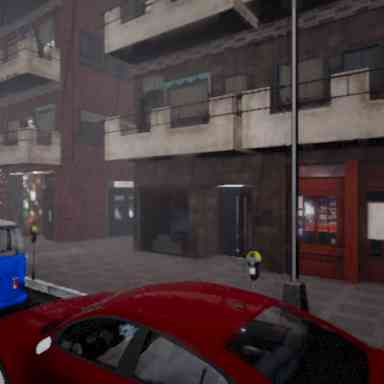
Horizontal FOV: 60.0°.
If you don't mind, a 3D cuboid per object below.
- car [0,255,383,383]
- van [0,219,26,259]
[{"bbox_3d":[-0.242,1.540,3.052,4.507,1.381,1.887,0,0,36],"label":"car"},{"bbox_3d":[-4.825,1.321,6.323,3.998,1.788,1.690,0,0,36],"label":"van"}]
